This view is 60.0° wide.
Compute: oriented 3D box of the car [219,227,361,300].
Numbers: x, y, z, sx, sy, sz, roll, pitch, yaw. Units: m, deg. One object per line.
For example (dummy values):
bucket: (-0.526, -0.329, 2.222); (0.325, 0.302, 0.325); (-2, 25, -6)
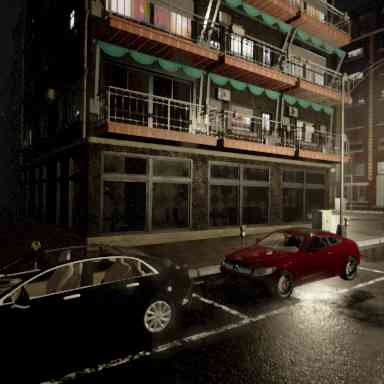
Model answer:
car: (2.615, 1.584, 8.375); (4.206, 1.307, 1.802); (0, 1, -36)

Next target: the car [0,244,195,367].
car: (-2.011, 1.551, 5.068); (4.403, 1.369, 2.008); (0, 1, -36)
